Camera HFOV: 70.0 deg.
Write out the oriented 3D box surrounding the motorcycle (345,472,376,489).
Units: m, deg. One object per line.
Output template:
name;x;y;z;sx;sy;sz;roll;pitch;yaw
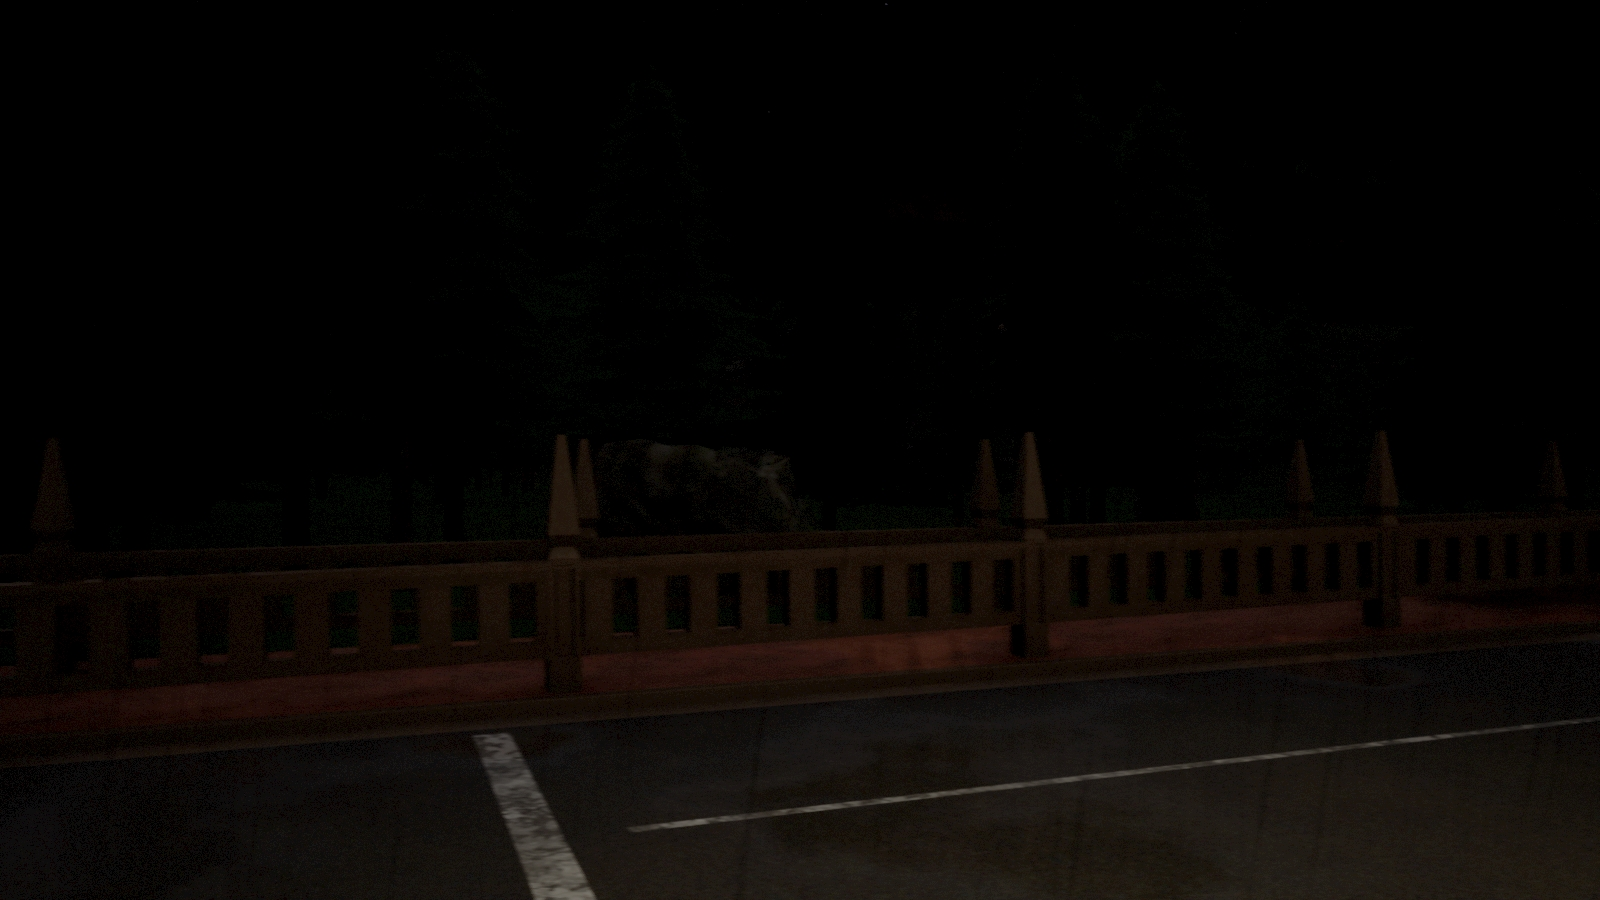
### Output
motorcycle;-31.489;2.186;81.900;2.033;1.199;0.803;0;0;-20
